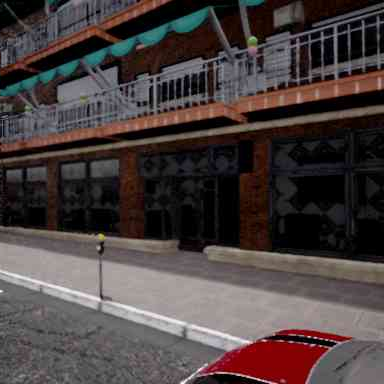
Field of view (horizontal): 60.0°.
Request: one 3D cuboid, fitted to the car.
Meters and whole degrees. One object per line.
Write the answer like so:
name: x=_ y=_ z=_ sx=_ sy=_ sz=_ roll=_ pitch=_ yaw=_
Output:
car: x=1.673 y=1.441 z=1.695 sx=4.097 sy=1.590 sz=1.967 roll=0 pitch=-1 yaw=36
